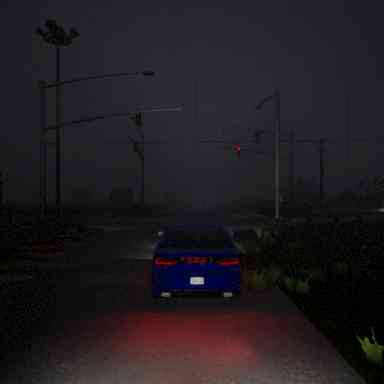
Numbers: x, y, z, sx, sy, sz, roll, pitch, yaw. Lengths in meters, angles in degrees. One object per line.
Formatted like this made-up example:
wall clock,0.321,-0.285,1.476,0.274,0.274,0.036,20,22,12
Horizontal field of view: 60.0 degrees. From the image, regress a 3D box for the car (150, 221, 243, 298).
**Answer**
car,0.101,1.478,8.582,1.882,1.535,5.008,0,0,0
